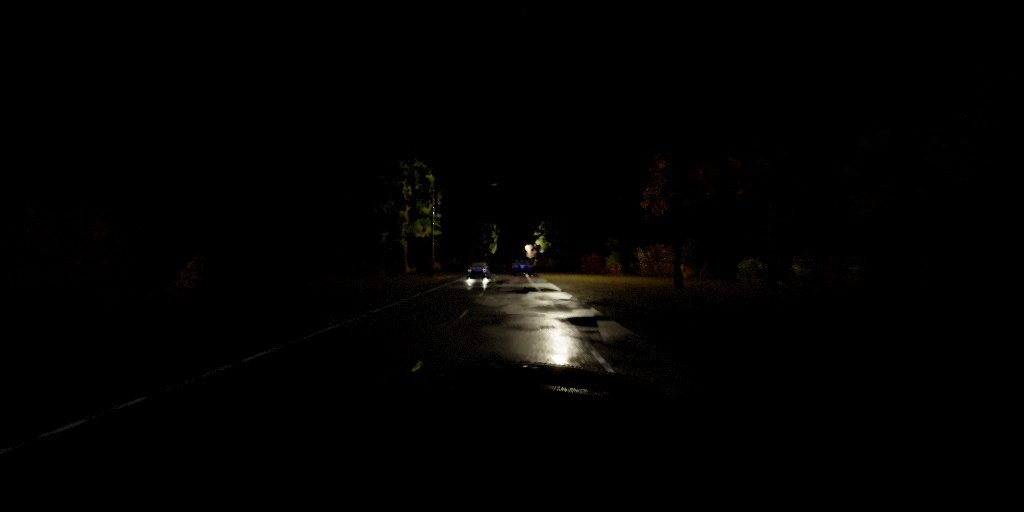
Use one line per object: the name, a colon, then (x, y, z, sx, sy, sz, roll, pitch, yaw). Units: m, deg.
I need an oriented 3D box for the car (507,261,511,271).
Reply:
car: (0.039, 2.023, 64.000, 2.033, 1.411, 5.357, 0, -1, 0)

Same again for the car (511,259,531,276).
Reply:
car: (1.251, 1.453, 45.261, 2.150, 2.045, 5.566, 0, -1, 0)

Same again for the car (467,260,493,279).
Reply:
car: (-3.559, 1.501, 38.603, 2.097, 1.767, 4.553, 0, -1, 0)
